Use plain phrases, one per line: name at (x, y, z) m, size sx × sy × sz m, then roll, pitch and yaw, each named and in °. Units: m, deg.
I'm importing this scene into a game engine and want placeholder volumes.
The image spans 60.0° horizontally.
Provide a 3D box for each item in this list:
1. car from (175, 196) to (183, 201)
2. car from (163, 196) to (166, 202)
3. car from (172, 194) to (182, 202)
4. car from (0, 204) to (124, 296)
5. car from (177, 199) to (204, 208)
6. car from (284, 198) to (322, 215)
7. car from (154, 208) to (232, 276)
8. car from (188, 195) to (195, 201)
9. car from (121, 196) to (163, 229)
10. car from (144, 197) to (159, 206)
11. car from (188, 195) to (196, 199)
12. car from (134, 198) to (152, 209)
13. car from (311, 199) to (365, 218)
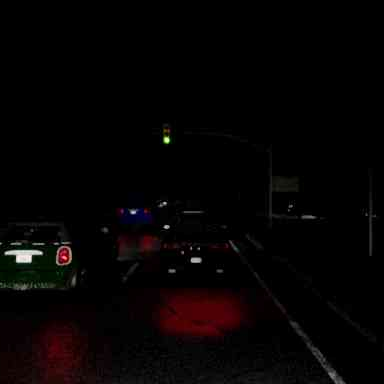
car at (-3.504, 1.678, 88.514) m, size 1.895 × 1.301 × 4.718 m, roll 0°, pitch 0°, yaw 0°
car at (-7.003, 1.631, 67.830) m, size 1.882 × 1.535 × 5.008 m, roll 0°, pitch 0°, yaw 0°
car at (-3.503, 1.395, 78.096) m, size 2.150 × 2.045 × 5.566 m, roll 0°, pitch 0°, yaw 0°
car at (-3.400, 1.372, 8.854) m, size 2.097 × 1.767 × 4.553 m, roll 0°, pitch 0°, yaw 0°
car at (0.099, 1.546, 24.186) m, size 2.128 × 1.511 × 4.902 m, roll 0°, pitch 0°, yaw 0°
car at (11.945, 1.430, 34.440) m, size 4.553 × 1.767 × 2.097 m, roll 0°, pitch 0°, yaw 3°
car at (0.101, 1.502, 10.495) m, size 1.882 × 1.535 × 5.008 m, roll 0°, pitch 0°, yaw 0°
car at (-0.004, 1.607, 88.484) m, size 1.812 × 1.442 × 4.674 m, roll 0°, pitch 0°, yaw 0°
car at (-3.400, 1.273, 21.949) m, size 2.150 × 2.045 × 5.566 m, roll 0°, pitch 0°, yaw 0°
car at (-7.033, 1.679, 58.021) m, size 2.033 × 1.411 × 5.357 m, roll 0°, pitch 0°, yaw 0°
car at (-0.003, 1.526, 78.418) m, size 2.097 × 1.767 × 4.553 m, roll 0°, pitch 0°, yaw 0°
car at (-7.087, 1.614, 48.241) m, size 1.837 × 1.490 × 4.892 m, roll 0°, pitch 0°, yaw 0°
car at (13.706, 1.634, 30.833) m, size 4.181 × 1.385 × 1.994 m, roll 0°, pitch 0°, yaw 3°
